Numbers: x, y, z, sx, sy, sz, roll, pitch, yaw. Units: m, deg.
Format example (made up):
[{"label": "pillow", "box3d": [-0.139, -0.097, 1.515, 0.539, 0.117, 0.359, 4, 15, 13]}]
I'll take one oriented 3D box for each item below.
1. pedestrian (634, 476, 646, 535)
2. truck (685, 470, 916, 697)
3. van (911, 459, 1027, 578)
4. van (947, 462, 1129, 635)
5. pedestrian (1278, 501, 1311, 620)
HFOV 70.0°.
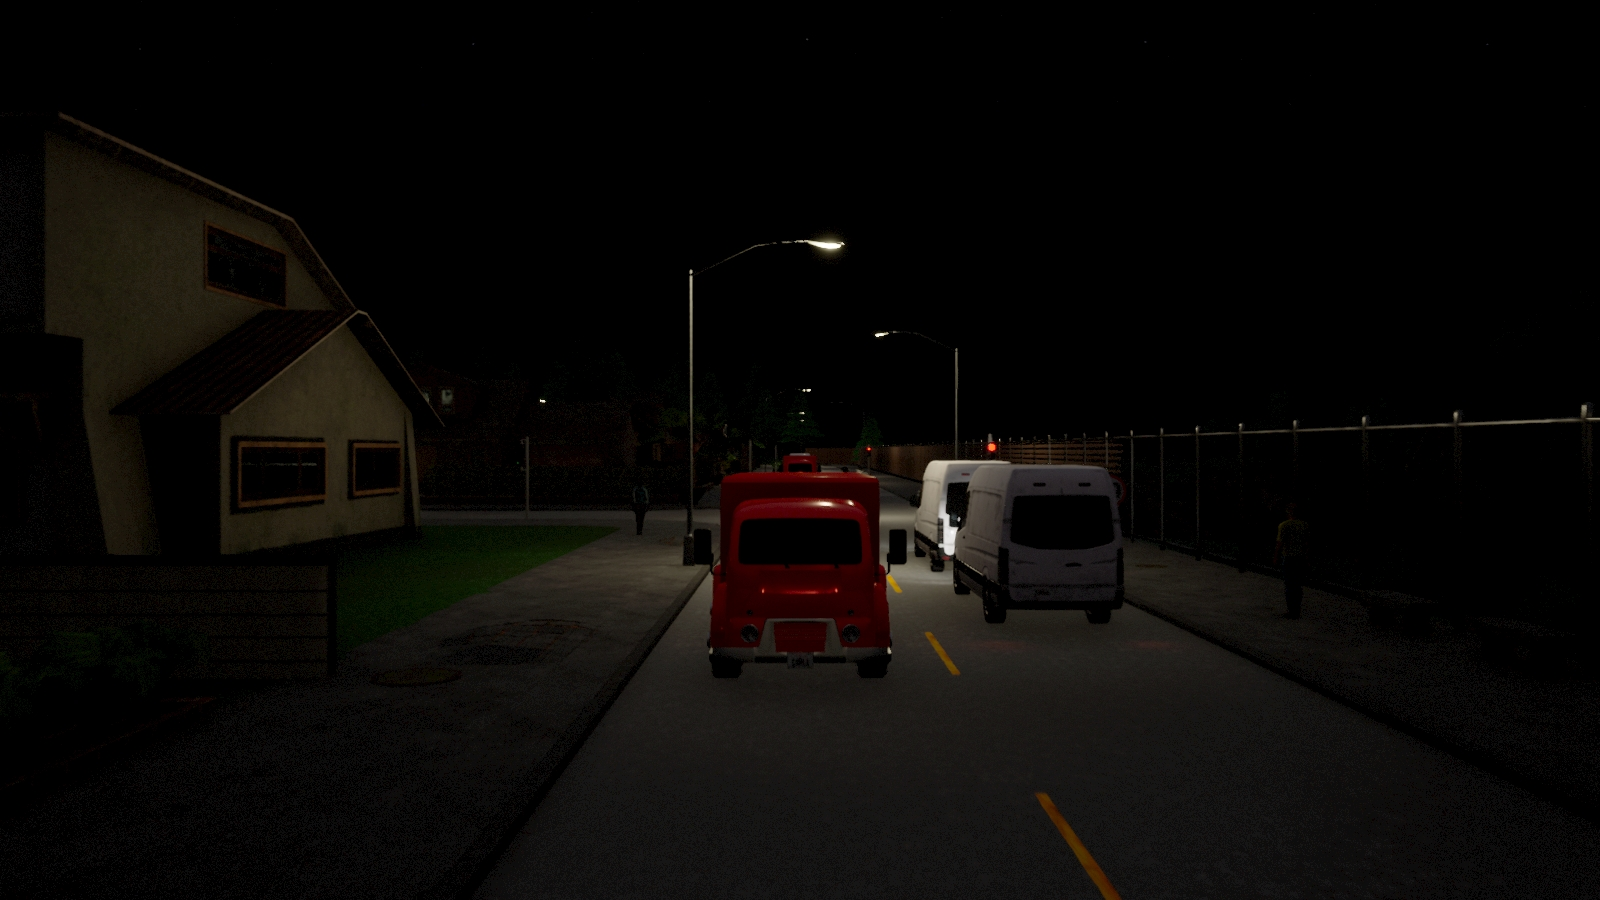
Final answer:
[{"label": "pedestrian", "box3d": [-5.039, 1.737, 35.967, 0.375, 1.860, 0.375, 0, 0, -4]}, {"label": "truck", "box3d": [-0.004, 1.565, 15.602, 2.627, 2.467, 5.204, 0, 0, 0]}, {"label": "van", "box3d": [3.996, 1.535, 28.058, 1.988, 2.561, 5.915, 0, 0, 0]}, {"label": "van", "box3d": [3.997, 1.534, 20.302, 1.988, 2.561, 5.915, 0, 0, 0]}, {"label": "pedestrian", "box3d": [7.874, 1.746, 18.203, 0.375, 1.860, 0.375, 0, 0, 2]}]
